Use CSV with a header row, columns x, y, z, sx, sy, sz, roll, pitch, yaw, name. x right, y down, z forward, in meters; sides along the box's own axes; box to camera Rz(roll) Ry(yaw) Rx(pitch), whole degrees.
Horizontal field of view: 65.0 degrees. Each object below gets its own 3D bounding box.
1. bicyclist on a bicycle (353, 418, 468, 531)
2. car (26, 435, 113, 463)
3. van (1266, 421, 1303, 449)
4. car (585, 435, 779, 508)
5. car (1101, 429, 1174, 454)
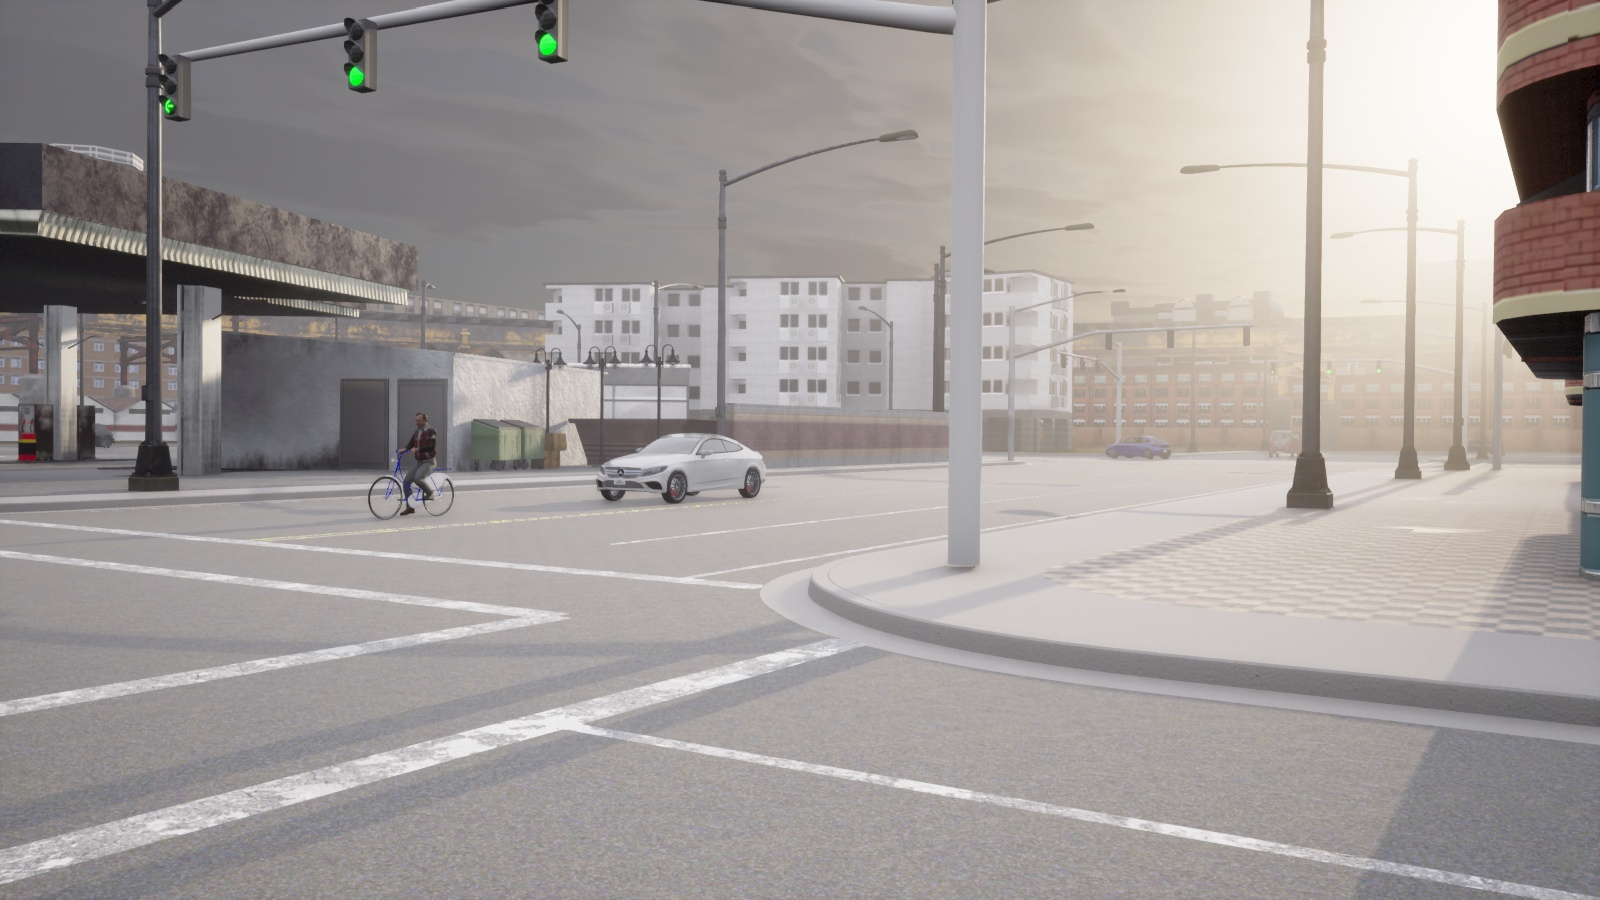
x,y,z,sx,sy,sz,roll,pitch,yaw,name
-6.427,0.376,20.823,0.659,1.776,1.843,0,1,31,bicyclist on a bicycle
-48.312,-0.107,83.094,4.553,1.767,2.097,-1,1,-43,car
35.150,-1.077,91.048,1.775,1.987,4.442,0,1,31,van
-2.468,0.404,27.508,1.812,1.442,4.674,0,1,31,car
21.094,-0.533,78.670,1.816,1.474,4.193,-1,1,-36,car
